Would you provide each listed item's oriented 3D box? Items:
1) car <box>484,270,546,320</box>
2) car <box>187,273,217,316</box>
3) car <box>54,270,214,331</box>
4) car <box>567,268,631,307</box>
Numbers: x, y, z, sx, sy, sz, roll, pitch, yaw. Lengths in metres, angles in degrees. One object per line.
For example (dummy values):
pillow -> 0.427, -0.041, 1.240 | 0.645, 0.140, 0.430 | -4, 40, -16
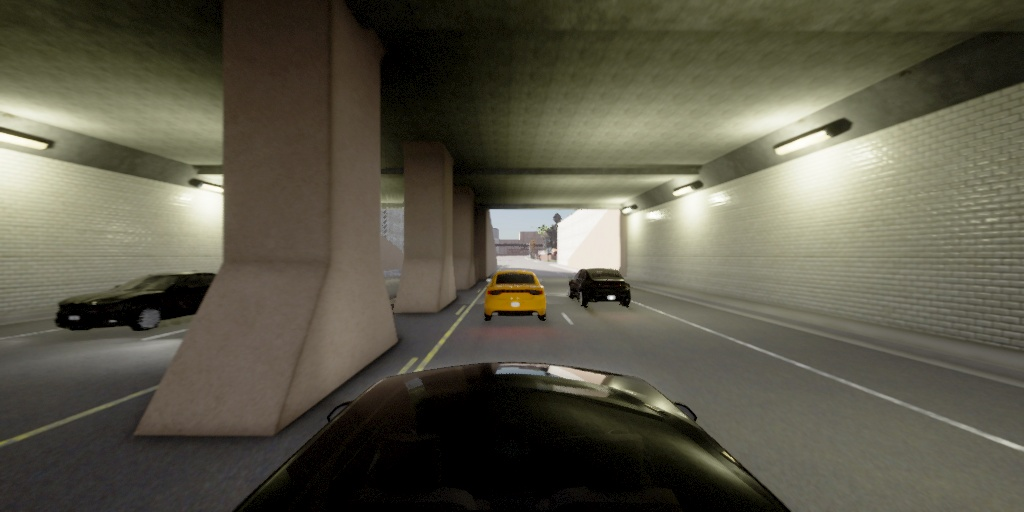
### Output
car -> 0.097, 1.225, 12.687 | 1.882, 1.535, 5.008 | 0, 0, 0
car -> -7.100, 1.273, 11.249 | 1.812, 1.442, 4.674 | 0, 0, 0
car -> -10.601, 1.225, 11.184 | 1.882, 1.535, 5.008 | 0, 0, 0
car -> 3.600, 1.251, 15.400 | 1.837, 1.490, 4.892 | 0, 0, 0
